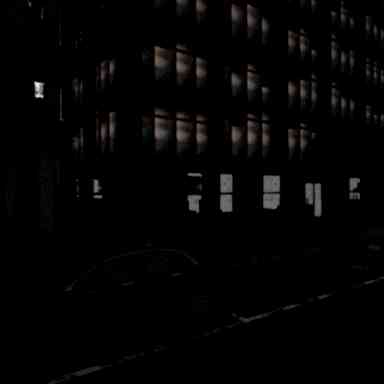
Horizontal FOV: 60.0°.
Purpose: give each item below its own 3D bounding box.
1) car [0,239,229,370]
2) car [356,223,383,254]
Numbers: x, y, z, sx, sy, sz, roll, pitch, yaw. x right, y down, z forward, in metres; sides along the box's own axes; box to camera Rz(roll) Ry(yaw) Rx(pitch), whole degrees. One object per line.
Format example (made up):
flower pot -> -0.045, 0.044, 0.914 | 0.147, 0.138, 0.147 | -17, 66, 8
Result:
car -> -1.358, 1.540, 5.589 | 4.403, 1.369, 2.008 | 0, 0, -35
car -> 7.808, 1.473, 12.070 | 4.829, 1.417, 1.752 | 0, 0, -35
